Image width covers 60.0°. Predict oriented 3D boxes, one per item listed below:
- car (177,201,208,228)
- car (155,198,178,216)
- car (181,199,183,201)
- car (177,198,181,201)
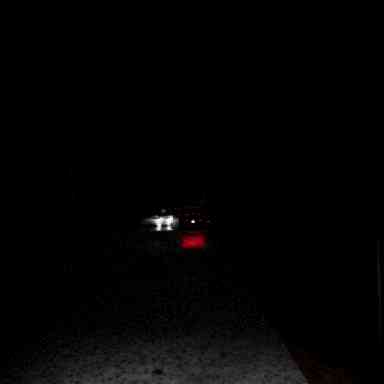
[{"bbox_3d":[0.061,1.600,22.894,1.837,1.490,4.892,0,-1,0],"label":"car"},{"bbox_3d":[-2.942,1.766,36.534,2.128,1.511,4.902,0,-1,0],"label":"car"},{"bbox_3d":[-0.022,1.844,40.950,2.128,1.511,4.902,0,-1,0],"label":"car"},{"bbox_3d":[-3.190,2.391,78.264,2.150,2.045,5.566,0,-2,-1],"label":"car"}]
